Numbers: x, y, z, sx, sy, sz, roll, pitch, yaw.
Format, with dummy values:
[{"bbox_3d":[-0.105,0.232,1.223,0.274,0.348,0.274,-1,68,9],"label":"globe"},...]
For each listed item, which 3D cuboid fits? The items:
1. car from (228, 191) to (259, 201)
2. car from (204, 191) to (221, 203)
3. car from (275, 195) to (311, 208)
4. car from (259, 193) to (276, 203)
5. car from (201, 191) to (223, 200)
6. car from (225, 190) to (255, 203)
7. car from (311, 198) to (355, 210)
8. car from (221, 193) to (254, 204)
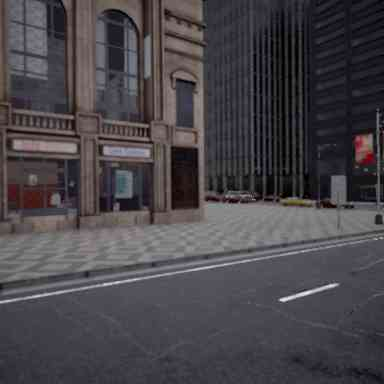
[{"bbox_3d":[8.258,0.848,56.696,2.150,2.045,5.566,-1,1,-35],"label":"car"},{"bbox_3d":[3.939,0.945,57.955,2.192,1.841,5.009,0,1,-36],"label":"car"},{"bbox_3d":[13.905,1.302,44.130,1.752,1.417,4.829,0,1,-36],"label":"car"},{"bbox_3d":[14.145,1.136,58.377,1.947,1.339,4.313,0,1,-36],"label":"car"},{"bbox_3d":[4.280,0.730,72.063,2.192,1.841,5.009,0,1,-36],"label":"car"},{"bbox_3d":[8.816,0.781,61.204,2.150,2.045,5.566,-1,1,-35],"label":"car"},{"bbox_3d":[17.095,1.365,39.705,1.887,1.381,4.507,0,1,-36],"label":"car"},{"bbox_3d":[7.228,1.225,53.394,1.887,1.381,4.507,0,1,-36],"label":"car"}]
